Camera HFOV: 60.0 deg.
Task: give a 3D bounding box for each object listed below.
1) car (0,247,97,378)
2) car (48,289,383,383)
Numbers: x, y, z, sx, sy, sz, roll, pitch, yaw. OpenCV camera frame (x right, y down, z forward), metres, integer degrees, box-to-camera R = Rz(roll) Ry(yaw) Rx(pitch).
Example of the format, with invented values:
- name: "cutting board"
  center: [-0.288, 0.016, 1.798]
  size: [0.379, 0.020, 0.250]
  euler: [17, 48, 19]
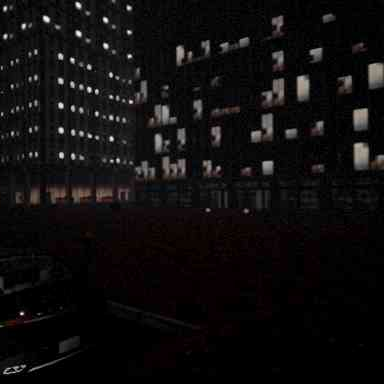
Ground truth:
- name: "car"
  center: [-3.207, 1.549, 5.179]
  size: [4.403, 1.369, 2.008]
  euler: [0, -1, 36]
- name: "car"
  center: [1.327, 1.545, 1.942]
  size: [4.507, 1.381, 1.887]
  euler: [0, -1, 36]
